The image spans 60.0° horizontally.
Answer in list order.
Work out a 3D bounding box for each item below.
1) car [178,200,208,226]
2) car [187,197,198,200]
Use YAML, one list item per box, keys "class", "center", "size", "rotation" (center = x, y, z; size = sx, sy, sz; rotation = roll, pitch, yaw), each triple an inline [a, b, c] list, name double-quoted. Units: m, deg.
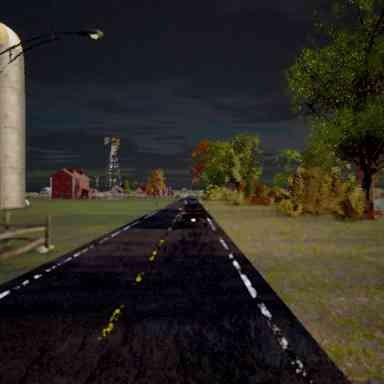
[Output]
- class: "car"
  center: [0.093, 1.539, 23.522]
  size: [1.837, 1.490, 4.892]
  rotation: [0, 0, 0]
- class: "car"
  center: [0.090, 1.455, 42.045]
  size: [2.097, 1.767, 4.553]
  rotation: [0, 0, 0]
